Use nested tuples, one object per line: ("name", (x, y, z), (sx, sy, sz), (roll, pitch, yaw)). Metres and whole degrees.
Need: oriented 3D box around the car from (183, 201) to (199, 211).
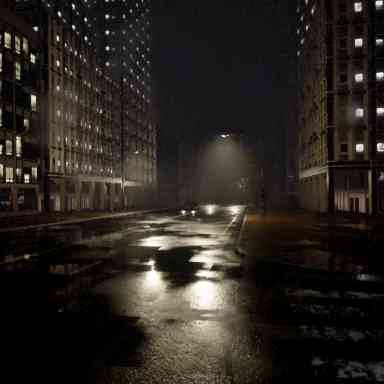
("car", (-0.136, 2.204, 54.493), (1.882, 1.535, 5.008), (-1, -1, 10))
